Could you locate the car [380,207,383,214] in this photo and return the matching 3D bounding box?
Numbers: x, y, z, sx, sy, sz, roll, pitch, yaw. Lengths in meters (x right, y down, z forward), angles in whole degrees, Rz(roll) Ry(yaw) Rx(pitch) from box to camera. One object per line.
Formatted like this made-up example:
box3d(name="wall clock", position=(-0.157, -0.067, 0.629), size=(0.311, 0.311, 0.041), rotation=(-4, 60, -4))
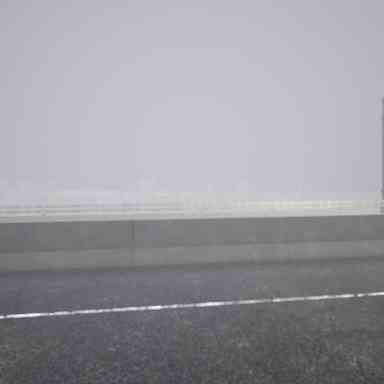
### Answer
box3d(name="car", position=(16.627, 1.262, 25.046), size=(4.674, 1.442, 1.812), rotation=(-1, 0, -9))
